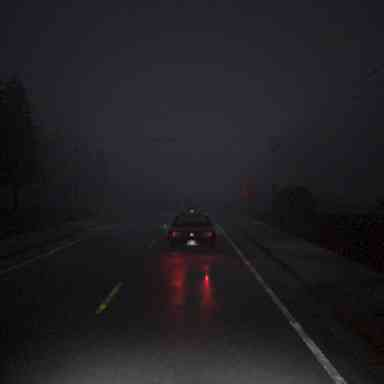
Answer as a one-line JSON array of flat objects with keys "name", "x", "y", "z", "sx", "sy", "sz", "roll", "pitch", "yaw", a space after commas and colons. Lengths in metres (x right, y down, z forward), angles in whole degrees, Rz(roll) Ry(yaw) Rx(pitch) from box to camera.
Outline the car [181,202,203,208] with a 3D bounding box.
[{"name": "car", "x": 0.000, "y": 1.571, "z": 29.650, "sx": 1.994, "sy": 1.385, "sz": 4.181, "roll": 0, "pitch": 0, "yaw": 0}]

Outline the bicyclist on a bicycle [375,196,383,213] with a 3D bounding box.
[{"name": "bicyclist on a bicycle", "x": 18.401, "y": 1.264, "z": 32.665, "sx": 0.582, "sy": 1.620, "sz": 1.656, "roll": 0, "pitch": 0, "yaw": 3}]

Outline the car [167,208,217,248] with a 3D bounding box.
[{"name": "car", "x": 0.000, "y": 1.615, "z": 14.680, "sx": 1.895, "sy": 1.301, "sz": 4.718, "roll": 0, "pitch": 0, "yaw": 0}]
